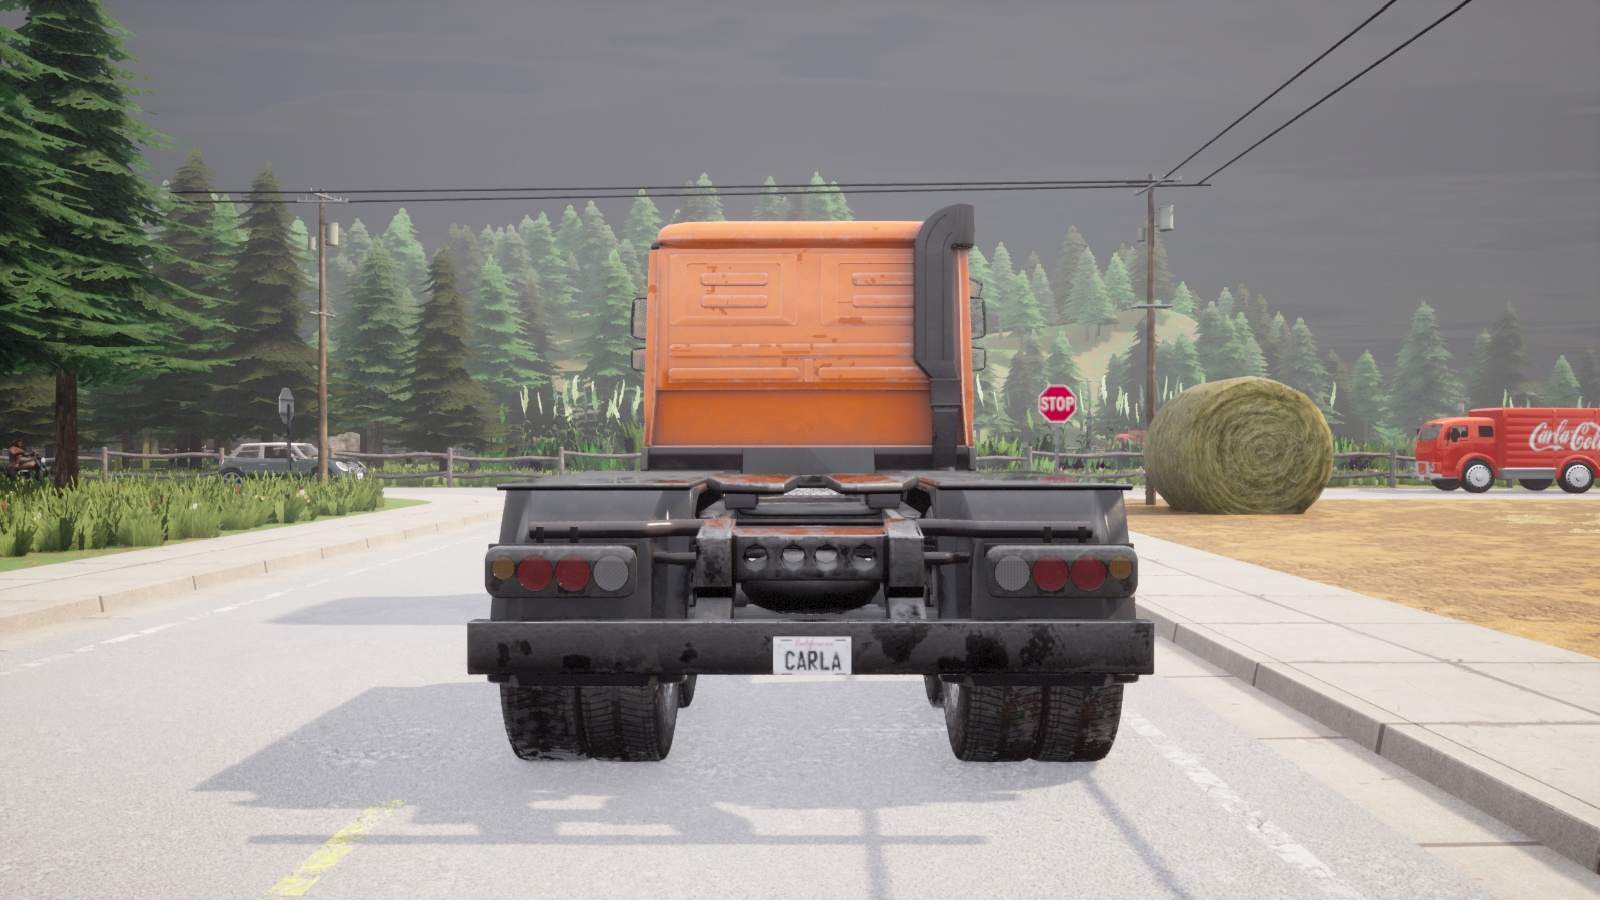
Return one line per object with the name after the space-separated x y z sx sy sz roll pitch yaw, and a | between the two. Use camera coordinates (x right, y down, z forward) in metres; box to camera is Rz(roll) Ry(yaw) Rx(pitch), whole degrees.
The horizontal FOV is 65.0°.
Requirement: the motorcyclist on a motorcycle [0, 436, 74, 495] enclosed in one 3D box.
-21.976 0.443 35.625 2.350 1.649 0.766 0 0 2 | motorcyclist on a motorcycle

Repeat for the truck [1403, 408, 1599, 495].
20.897 0.034 36.824 5.204 2.467 2.627 0 0 3 | truck

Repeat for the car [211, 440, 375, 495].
-14.161 0.467 35.216 3.806 1.475 1.970 0 0 3 | car

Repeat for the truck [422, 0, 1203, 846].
0.063 -0.284 8.625 2.891 3.462 7.936 0 0 0 | truck
